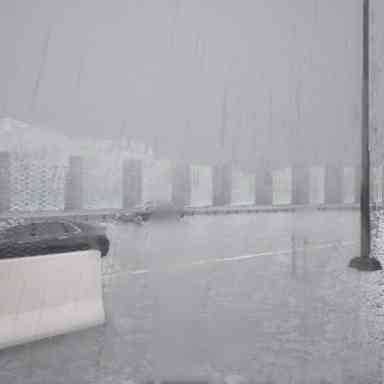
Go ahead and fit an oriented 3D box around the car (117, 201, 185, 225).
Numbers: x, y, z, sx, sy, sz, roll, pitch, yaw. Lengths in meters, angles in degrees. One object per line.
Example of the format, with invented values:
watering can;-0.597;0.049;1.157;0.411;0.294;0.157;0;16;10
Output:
car;-2.784;1.413;22.954;4.902;1.511;2.128;0;0;-32

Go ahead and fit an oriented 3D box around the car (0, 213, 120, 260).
car;-4.728;1.464;9.150;4.892;1.490;1.837;-1;0;-35
